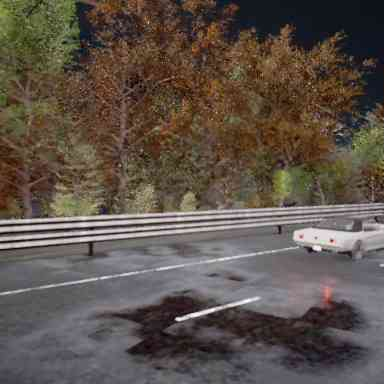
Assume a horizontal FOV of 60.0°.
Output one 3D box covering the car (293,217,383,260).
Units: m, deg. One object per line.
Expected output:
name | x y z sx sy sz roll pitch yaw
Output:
car | 5.993 1.569 12.295 4.718 1.301 1.895 0 0 -34
